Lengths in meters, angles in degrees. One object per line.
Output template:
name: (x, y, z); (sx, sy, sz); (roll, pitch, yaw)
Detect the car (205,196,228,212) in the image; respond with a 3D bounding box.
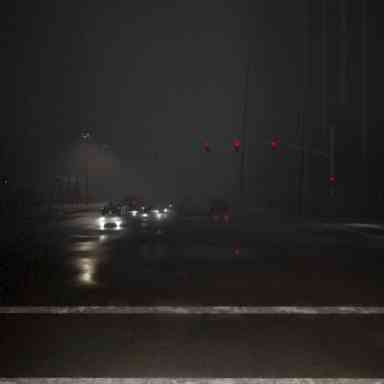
car: (2.986, 1.487, 38.005); (2.128, 1.511, 4.902); (0, 0, 0)

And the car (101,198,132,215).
car: (-7.612, 1.597, 33.115); (1.895, 1.301, 4.718); (0, 0, -1)

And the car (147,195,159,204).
car: (-7.872, 1.481, 67.436); (1.882, 1.535, 5.008); (0, 1, 0)

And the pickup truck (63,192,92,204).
pickup truck: (-20.918, 1.052, 60.092); (2.390, 2.098, 6.274); (0, 0, 30)

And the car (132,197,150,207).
car: (-7.803, 1.540, 51.382); (2.033, 1.411, 5.357); (0, 0, 0)

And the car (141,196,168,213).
car: (-4.165, 1.521, 37.254); (1.812, 1.442, 4.674); (0, 0, 2)

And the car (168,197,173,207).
car: (-4.253, 1.486, 47.281); (2.128, 1.511, 4.902); (0, 0, 0)

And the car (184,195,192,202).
car: (-0.947, 1.469, 75.459); (1.882, 1.535, 5.008); (0, 0, -1)

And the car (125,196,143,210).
car: (-7.706, 1.347, 41.884); (2.097, 1.767, 4.553); (0, 0, 0)

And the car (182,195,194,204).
car: (-0.717, 1.344, 62.341); (2.097, 1.767, 4.553); (0, 0, -1)

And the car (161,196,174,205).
car: (-4.343, 1.541, 59.262); (2.033, 1.411, 5.357); (0, 0, 0)

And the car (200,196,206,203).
car: (2.653, 1.518, 66.087); (1.812, 1.442, 4.674); (0, 0, 0)
